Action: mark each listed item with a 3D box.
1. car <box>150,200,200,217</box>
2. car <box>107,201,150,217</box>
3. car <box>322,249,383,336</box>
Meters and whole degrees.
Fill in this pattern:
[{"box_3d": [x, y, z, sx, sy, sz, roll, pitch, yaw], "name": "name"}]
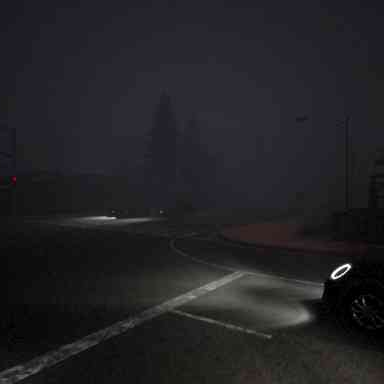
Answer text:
[{"box_3d": [-1.213, 1.478, 31.117, 2.128, 1.511, 4.902, 0, 0, 38], "name": "car"}, {"box_3d": [-5.766, 1.547, 30.944, 1.994, 1.385, 4.181, 0, 0, 38], "name": "car"}, {"box_3d": [4.491, 1.356, 5.137, 4.553, 1.767, 2.097, 0, 0, 38], "name": "car"}]
